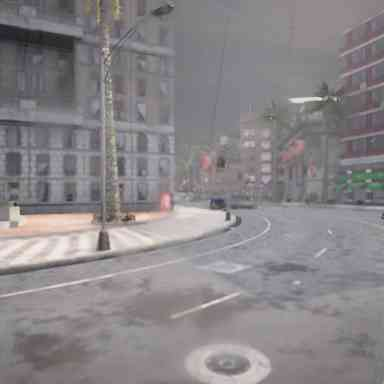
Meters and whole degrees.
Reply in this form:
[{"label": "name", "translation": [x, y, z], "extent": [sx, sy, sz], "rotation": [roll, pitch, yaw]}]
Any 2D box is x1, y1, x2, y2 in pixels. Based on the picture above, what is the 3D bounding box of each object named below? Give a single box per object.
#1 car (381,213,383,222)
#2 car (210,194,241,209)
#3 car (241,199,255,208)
[{"label": "car", "translation": [13.834, 1.539, 21.244], "extent": [2.033, 1.411, 5.357], "rotation": [0, 0, 14]}, {"label": "car", "translation": [4.518, 1.319, 48.614], "extent": [2.150, 2.045, 5.566], "rotation": [0, 0, -21]}, {"label": "car", "translation": [7.552, 1.691, 50.459], "extent": [1.895, 1.301, 4.718], "rotation": [0, 0, -21]}]
